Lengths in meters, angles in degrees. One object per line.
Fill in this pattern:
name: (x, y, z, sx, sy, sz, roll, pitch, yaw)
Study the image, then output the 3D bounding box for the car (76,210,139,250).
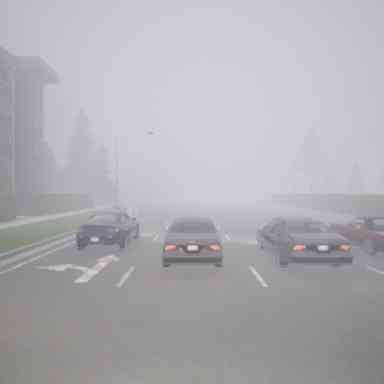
car: (-3.450, 1.506, 14.179, 1.812, 1.442, 4.674, 0, 0, 1)

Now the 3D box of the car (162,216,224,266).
car: (0.023, 1.532, 11.375, 2.033, 1.411, 5.357, 0, 0, 0)

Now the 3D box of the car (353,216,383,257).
car: (7.039, 1.583, 12.906, 1.895, 1.301, 4.718, 0, 0, 1)

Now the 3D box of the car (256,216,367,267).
car: (3.521, 1.532, 11.370, 2.033, 1.411, 5.357, 0, 0, 1)
